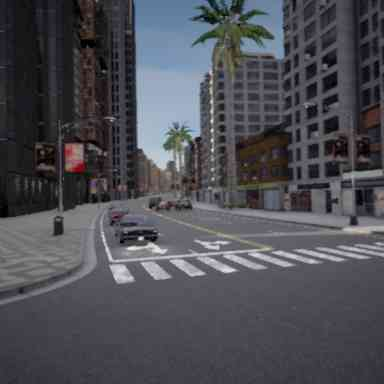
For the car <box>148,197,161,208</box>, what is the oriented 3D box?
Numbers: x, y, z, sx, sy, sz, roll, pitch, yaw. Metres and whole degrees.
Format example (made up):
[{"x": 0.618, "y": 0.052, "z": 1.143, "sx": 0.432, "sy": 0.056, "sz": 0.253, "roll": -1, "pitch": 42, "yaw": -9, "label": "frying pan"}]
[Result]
[{"x": -6.490, "y": 1.912, "z": 59.142, "sx": 2.150, "sy": 2.045, "sz": 5.566, "roll": -1, "pitch": 0, "yaw": -10, "label": "car"}]

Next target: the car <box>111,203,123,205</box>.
[{"x": -8.424, "y": 2.055, "z": 37.484, "sx": 2.128, "sy": 1.511, "sz": 4.902, "roll": -1, "pitch": -1, "yaw": -14, "label": "car"}]

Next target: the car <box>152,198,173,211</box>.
[{"x": -4.401, "y": 2.111, "z": 49.451, "sx": 1.812, "sy": 1.442, "sz": 4.674, "roll": -1, "pitch": 0, "yaw": -12, "label": "car"}]

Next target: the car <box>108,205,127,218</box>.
[{"x": -5.883, "y": 2.024, "z": 27.666, "sx": 1.895, "sy": 1.301, "sz": 4.718, "roll": -1, "pitch": -1, "yaw": -15, "label": "car"}]

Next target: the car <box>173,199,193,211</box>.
[{"x": -1.309, "y": 1.887, "z": 50.518, "sx": 2.097, "sy": 1.767, "sz": 4.553, "roll": -1, "pitch": 0, "yaw": -12, "label": "car"}]

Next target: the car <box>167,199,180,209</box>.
[{"x": -3.368, "y": 2.143, "z": 60.145, "sx": 1.837, "sy": 1.490, "sz": 4.892, "roll": -1, "pitch": 0, "yaw": -10, "label": "car"}]

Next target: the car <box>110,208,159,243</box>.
[{"x": -3.146, "y": 1.828, "z": 18.109, "sx": 2.033, "sy": 1.411, "sz": 5.357, "roll": -1, "pitch": -1, "yaw": -17, "label": "car"}]
